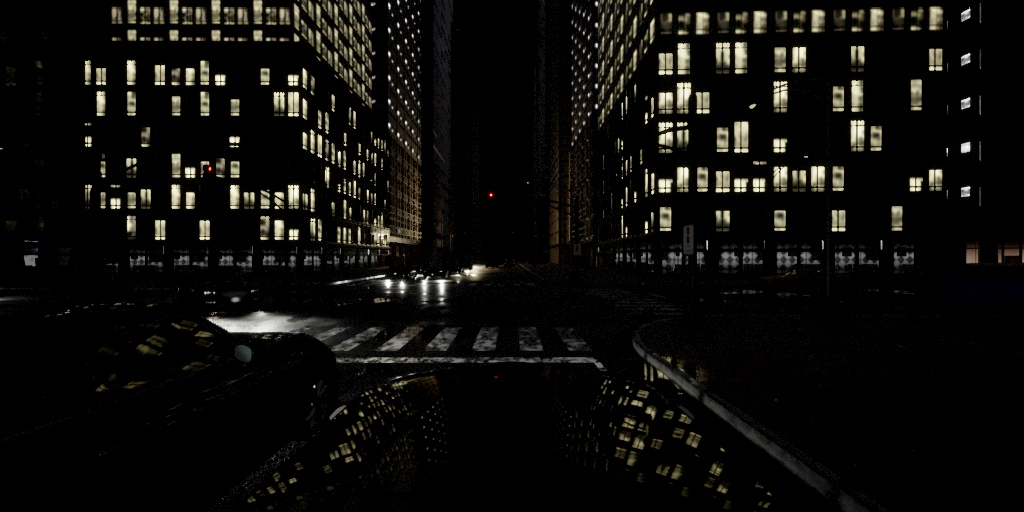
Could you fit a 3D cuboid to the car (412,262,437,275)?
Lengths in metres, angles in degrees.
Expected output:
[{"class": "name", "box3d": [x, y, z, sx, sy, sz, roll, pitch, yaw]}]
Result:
[{"class": "car", "box3d": [-10.097, 1.360, 41.690, 1.994, 1.385, 4.181, 0, 0, 0]}]

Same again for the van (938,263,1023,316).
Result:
[{"class": "van", "box3d": [18.289, 1.119, 12.760, 3.998, 1.789, 1.690, 0, 0, 2]}]

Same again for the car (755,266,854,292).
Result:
[{"class": "car", "box3d": [16.966, 1.293, 20.923, 4.829, 1.417, 1.751, 0, 0, 2]}]

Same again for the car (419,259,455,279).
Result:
[{"class": "car", "box3d": [-6.797, 1.305, 32.938, 1.812, 1.442, 4.674, 0, 0, 0]}]

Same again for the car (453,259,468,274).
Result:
[{"class": "car", "box3d": [-6.861, 1.277, 42.811, 1.882, 1.535, 5.008, 0, 0, 0]}]

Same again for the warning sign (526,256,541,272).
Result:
[{"class": "warning sign", "box3d": [2.601, 0.910, 40.818, 1.300, 1.860, 1.060, 0, 0, 0]}]

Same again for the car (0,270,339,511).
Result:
[{"class": "car", "box3d": [-3.155, 1.102, 2.543, 2.097, 1.767, 4.553, 0, 0, 0]}]

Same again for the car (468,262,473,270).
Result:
[{"class": "car", "box3d": [-6.912, 1.389, 52.790, 1.994, 1.385, 4.181, 0, 0, 0]}]

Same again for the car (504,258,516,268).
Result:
[{"class": "car", "box3d": [-0.396, 1.426, 63.814, 1.994, 1.385, 4.181, 0, 0, 0]}]

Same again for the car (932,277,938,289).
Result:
[{"class": "car", "box3d": [26.803, 1.357, 20.502, 4.207, 1.307, 1.802, 0, 0, 2]}]

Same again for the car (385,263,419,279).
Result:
[{"class": "car", "box3d": [-10.048, 1.343, 32.782, 1.994, 1.385, 4.181, 0, 0, 0]}]

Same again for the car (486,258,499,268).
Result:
[{"class": "car", "box3d": [-3.540, 1.213, 63.634, 2.097, 1.767, 4.553, 0, 0, -1]}]
